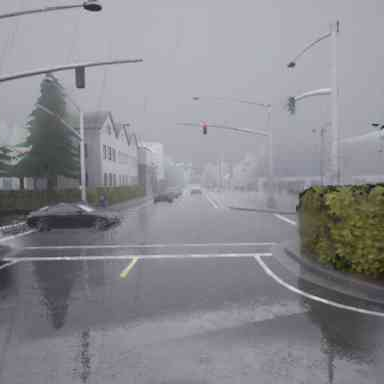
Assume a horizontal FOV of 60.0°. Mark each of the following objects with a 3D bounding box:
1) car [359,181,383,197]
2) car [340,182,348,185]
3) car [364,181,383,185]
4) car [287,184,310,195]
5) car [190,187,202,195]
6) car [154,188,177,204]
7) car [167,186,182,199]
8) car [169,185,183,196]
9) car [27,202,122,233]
[{"bbox_3d":[22.909,-0.379,41.346,1.932,1.855,4.605,-1,2,0],"label":"car"},{"bbox_3d":[26.230,-0.866,58.689,2.152,1.636,5.027,-1,2,0],"label":"car"},{"bbox_3d":[19.541,-0.116,33.517,1.905,1.878,3.866,-1,2,0],"label":"car"},{"bbox_3d":[16.078,-0.315,51.435,2.007,1.523,4.514,-1,2,0],"label":"car"},{"bbox_3d":[0.780,-0.220,60.712,1.812,1.442,4.674,-1,2,1],"label":"car"},{"bbox_3d":[-3.112,0.582,37.079,1.895,1.301,4.718,-1,2,1],"label":"car"},{"bbox_3d":[-2.943,0.051,47.256,2.097,1.767,4.553,-1,2,1],"label":"car"},{"bbox_3d":[-2.811,-0.244,57.952,2.097,1.767,4.553,-1,2,1],"label":"car"},{"bbox_3d":[-5.975,1.245,17.073,4.674,1.442,1.812,-2,3,1],"label":"car"}]
